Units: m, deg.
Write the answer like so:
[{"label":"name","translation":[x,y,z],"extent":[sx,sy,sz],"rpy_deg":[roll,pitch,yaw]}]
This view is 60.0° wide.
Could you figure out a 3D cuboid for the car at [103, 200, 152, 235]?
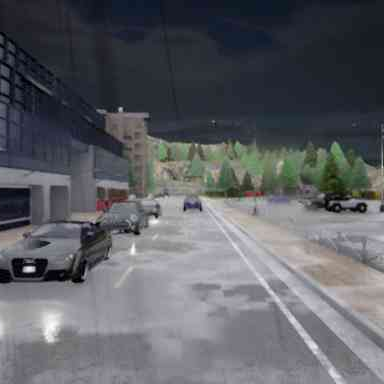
[{"label":"car","translation":[-3.607,1.258,17.967],"extent":[2.097,1.767,4.553],"rpy_deg":[0,0,0]}]

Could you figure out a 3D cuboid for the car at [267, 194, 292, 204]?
[{"label":"car","translation":[13.842,1.139,52.476],"extent":[3.633,1.501,1.845],"rpy_deg":[0,0,0]}]

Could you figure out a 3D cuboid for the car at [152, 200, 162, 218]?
[{"label":"car","translation":[-3.600,1.380,28.089],"extent":[1.812,1.442,4.674],"rpy_deg":[0,0,0]}]

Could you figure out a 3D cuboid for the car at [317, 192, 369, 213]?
[{"label":"car","translation":[14.139,0.953,30.986],"extent":[3.866,1.878,1.905],"rpy_deg":[0,0,0]}]

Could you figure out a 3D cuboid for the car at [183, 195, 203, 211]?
[{"label":"car","translation":[0.072,1.165,37.020],"extent":[2.097,1.767,4.553],"rpy_deg":[0,0,0]}]

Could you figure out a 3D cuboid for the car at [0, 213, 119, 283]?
[{"label":"car","translation":[-3.600,1.514,9.354],"extent":[1.994,1.385,4.181],"rpy_deg":[0,0,0]}]

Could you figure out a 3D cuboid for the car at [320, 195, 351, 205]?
[{"label":"car","translation":[21.265,1.174,49.503],"extent":[3.806,1.475,1.970],"rpy_deg":[0,0,0]}]

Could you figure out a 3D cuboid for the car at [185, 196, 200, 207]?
[{"label":"car","translation":[0.045,1.306,47.569],"extent":[2.033,1.411,5.357],"rpy_deg":[0,0,0]}]

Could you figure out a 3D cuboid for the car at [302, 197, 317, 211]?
[{"label":"car","translation":[13.724,0.958,33.891],"extent":[4.605,1.855,1.932],"rpy_deg":[0,0,0]}]
